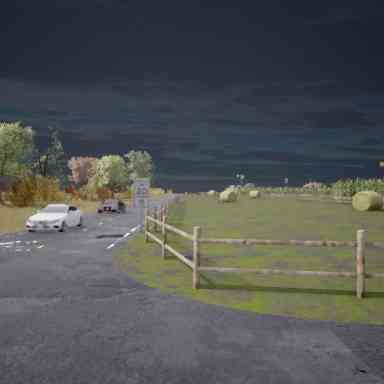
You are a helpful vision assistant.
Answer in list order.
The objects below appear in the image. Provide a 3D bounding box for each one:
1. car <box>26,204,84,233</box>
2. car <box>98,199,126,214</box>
[{"bbox_3d":[-7.566,1.419,18.877,1.812,1.442,4.674,1,0,0],"label":"car"},{"bbox_3d":[-7.688,1.374,32.194,1.994,1.385,4.181,1,0,0],"label":"car"}]
